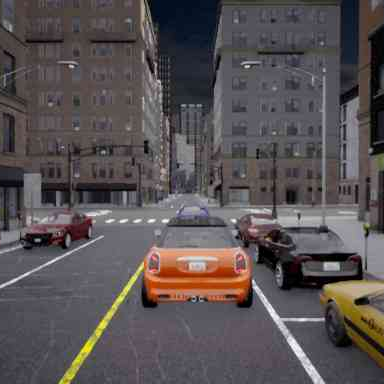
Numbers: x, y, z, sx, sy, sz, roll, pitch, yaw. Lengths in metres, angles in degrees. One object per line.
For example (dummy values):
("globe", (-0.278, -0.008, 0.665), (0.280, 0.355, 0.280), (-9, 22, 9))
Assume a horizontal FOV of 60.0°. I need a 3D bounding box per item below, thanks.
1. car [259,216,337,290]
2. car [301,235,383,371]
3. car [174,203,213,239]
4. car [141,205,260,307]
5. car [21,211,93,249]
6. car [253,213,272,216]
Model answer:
("car", (2.866, 1.561, 8.900), (1.947, 1.339, 4.313), (-1, 0, 0))
("car", (2.866, 1.523, 3.484), (1.752, 1.417, 4.829), (-1, 0, 0))
("car", (0.099, 1.467, 18.385), (1.882, 1.535, 5.008), (0, 0, 1))
("car", (0.097, 1.348, 8.097), (2.097, 1.767, 4.553), (0, 0, 0))
("car", (-5.679, 1.536, 14.483), (1.887, 1.381, 4.507), (-1, 0, 0))
("car", (2.866, 1.573, 14.486), (1.802, 1.307, 4.206), (-1, 0, 0))
